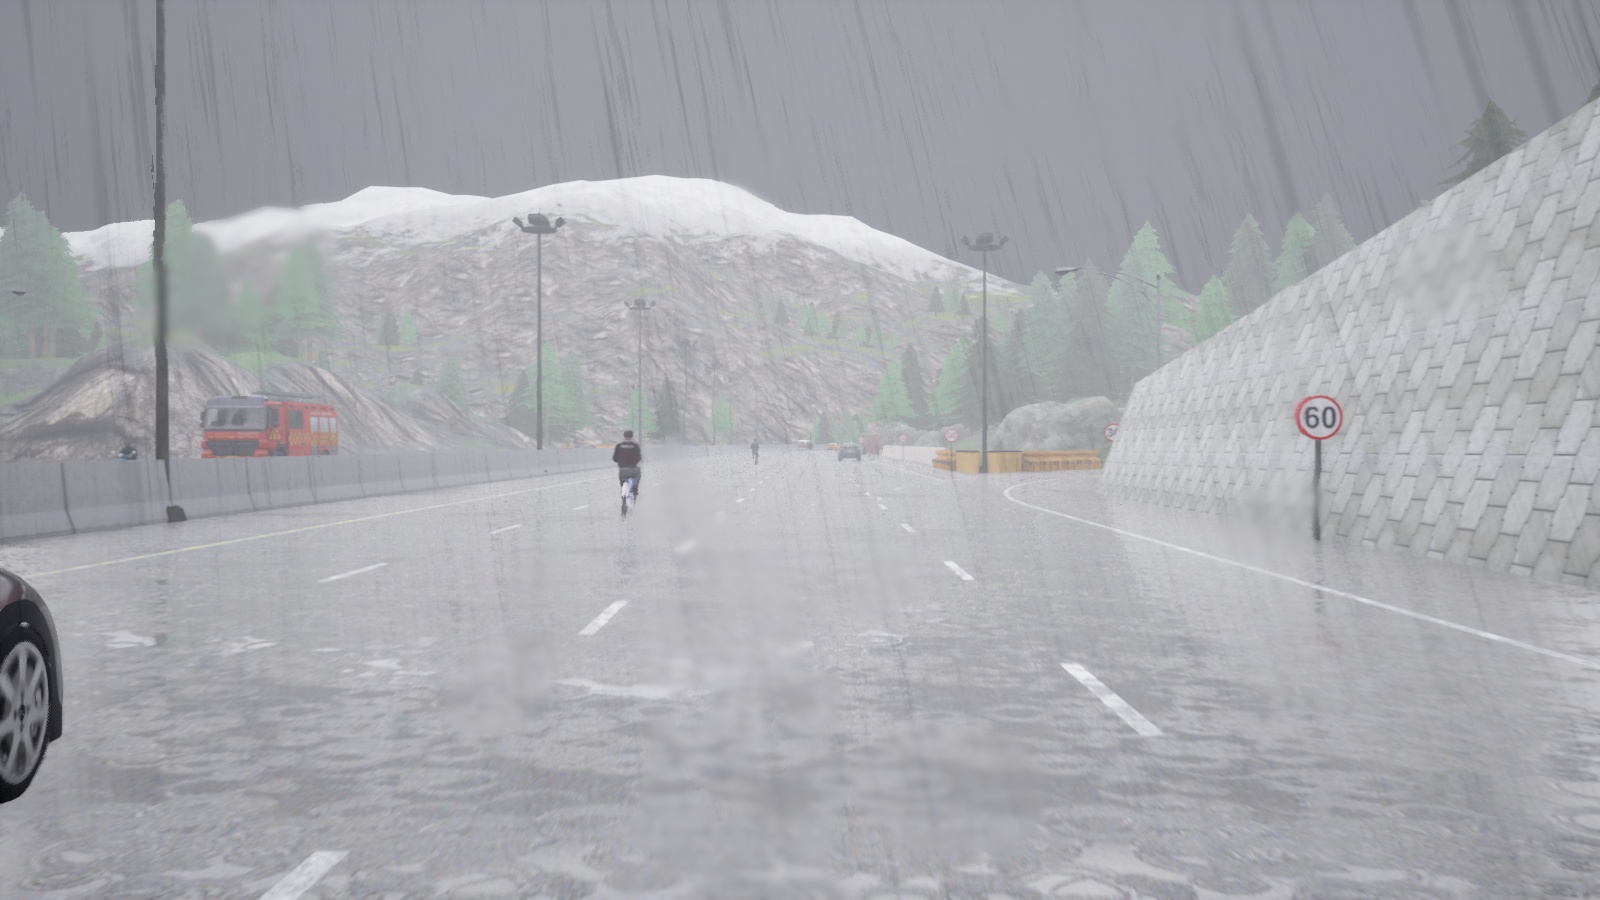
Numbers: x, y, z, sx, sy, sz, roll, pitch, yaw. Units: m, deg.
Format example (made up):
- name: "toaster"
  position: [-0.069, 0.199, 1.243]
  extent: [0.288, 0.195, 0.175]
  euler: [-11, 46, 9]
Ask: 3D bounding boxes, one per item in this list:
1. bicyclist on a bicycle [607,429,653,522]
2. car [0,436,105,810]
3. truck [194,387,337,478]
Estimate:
- name: "bicyclist on a bicycle"
  position: [-3.343, 0.475, 24.811]
  extent: [0.659, 1.776, 1.843]
  euler: [0, 0, 0]
- name: "car"
  position: [-3.984, 0.686, 3.982]
  extent: [1.970, 1.475, 3.806]
  euler: [0, 0, -10]
- name: "truck"
  position: [-24.158, -0.761, 57.305]
  extent: [2.891, 3.827, 8.468]
  euler: [0, 0, 0]
